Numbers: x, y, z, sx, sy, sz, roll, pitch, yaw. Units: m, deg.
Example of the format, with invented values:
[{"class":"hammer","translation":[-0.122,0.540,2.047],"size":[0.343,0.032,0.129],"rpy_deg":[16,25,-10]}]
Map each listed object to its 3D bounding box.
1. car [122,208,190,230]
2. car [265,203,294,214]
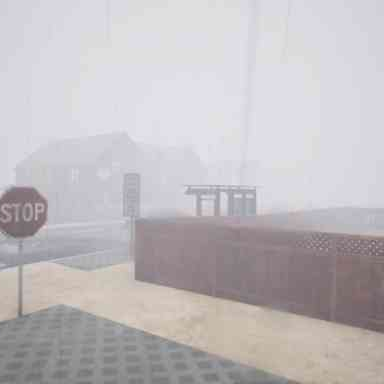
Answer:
[{"class":"car","translation":[-2.181,1.788,22.540],"size":[2.033,1.411,5.357],"rpy_deg":[1,0,35]},{"class":"car","translation":[10.848,2.110,40.826],"size":[2.033,1.411,5.357],"rpy_deg":[1,0,36]}]
